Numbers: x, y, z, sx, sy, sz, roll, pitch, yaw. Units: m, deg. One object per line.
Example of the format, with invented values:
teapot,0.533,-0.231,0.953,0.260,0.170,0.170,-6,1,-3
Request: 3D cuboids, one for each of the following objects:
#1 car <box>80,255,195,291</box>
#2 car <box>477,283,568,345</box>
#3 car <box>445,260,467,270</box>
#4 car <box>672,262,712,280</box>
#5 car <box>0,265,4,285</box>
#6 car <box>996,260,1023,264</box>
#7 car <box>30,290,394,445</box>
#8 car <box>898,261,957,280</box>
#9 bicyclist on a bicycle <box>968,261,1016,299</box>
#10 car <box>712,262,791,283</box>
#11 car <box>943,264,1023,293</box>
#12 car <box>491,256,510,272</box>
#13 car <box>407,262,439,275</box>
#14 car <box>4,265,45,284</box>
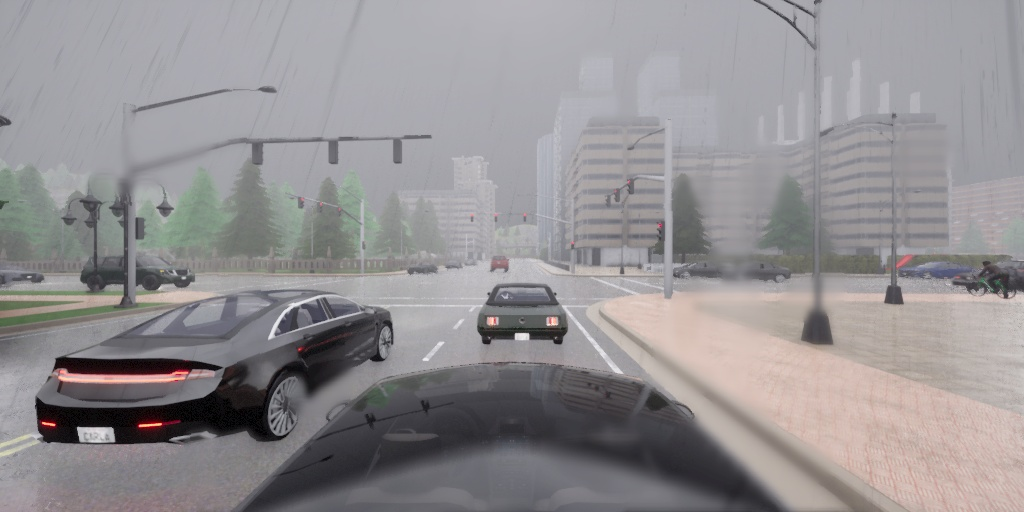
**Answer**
car,-22.429,0.971,21.581,5.566,2.045,2.150,0,0,2
car,0.263,1.351,9.494,1.895,1.301,4.718,0,0,1
car,-8.551,1.295,53.347,2.033,1.411,5.357,0,0,2
car,16.146,1.253,31.016,4.892,1.490,1.837,0,0,2
car,-35.097,1.227,22.038,5.008,1.535,1.882,0,0,2
car,37.512,1.101,26.795,4.553,1.767,2.097,0,0,2
car,-3.330,1.241,5.343,2.128,1.511,4.902,0,0,1
car,35.826,1.226,30.357,5.008,1.535,1.882,0,0,2
bicyclist on a bicycle,21.181,1.050,15.859,0.582,1.620,1.656,0,0,2
car,18.480,1.252,27.438,4.892,1.490,1.837,-1,0,2
car,28.052,1.297,19.921,5.357,1.411,2.033,0,0,2
car,-1.555,0.970,47.533,2.150,2.045,5.566,0,0,2
car,-9.520,1.349,38.536,1.895,1.301,4.718,0,0,8
car,-36.328,1.313,25.589,4.181,1.385,1.994,0,0,2
